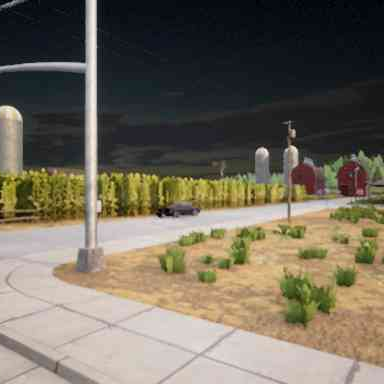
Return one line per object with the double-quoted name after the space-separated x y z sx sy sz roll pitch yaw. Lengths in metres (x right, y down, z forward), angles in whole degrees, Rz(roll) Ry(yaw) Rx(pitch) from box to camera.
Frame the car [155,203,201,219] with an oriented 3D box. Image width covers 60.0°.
-1.178 1.614 29.275 1.895 1.301 4.718 0 0 33 "car"
